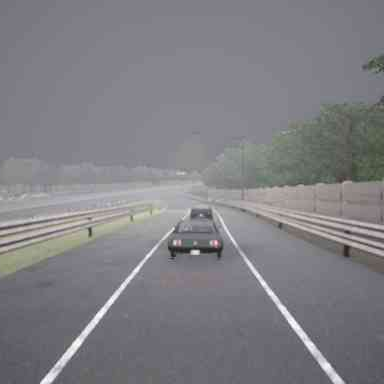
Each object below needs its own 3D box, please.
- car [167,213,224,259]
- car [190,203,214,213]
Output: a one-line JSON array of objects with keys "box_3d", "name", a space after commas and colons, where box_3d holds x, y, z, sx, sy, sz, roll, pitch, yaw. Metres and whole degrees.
[{"box_3d": [0.196, 1.714, 13.142, 1.895, 1.301, 4.718, 0, 0, 2], "name": "car"}, {"box_3d": [0.868, 1.726, 29.104, 1.882, 1.535, 5.008, 0, 0, 3], "name": "car"}]
